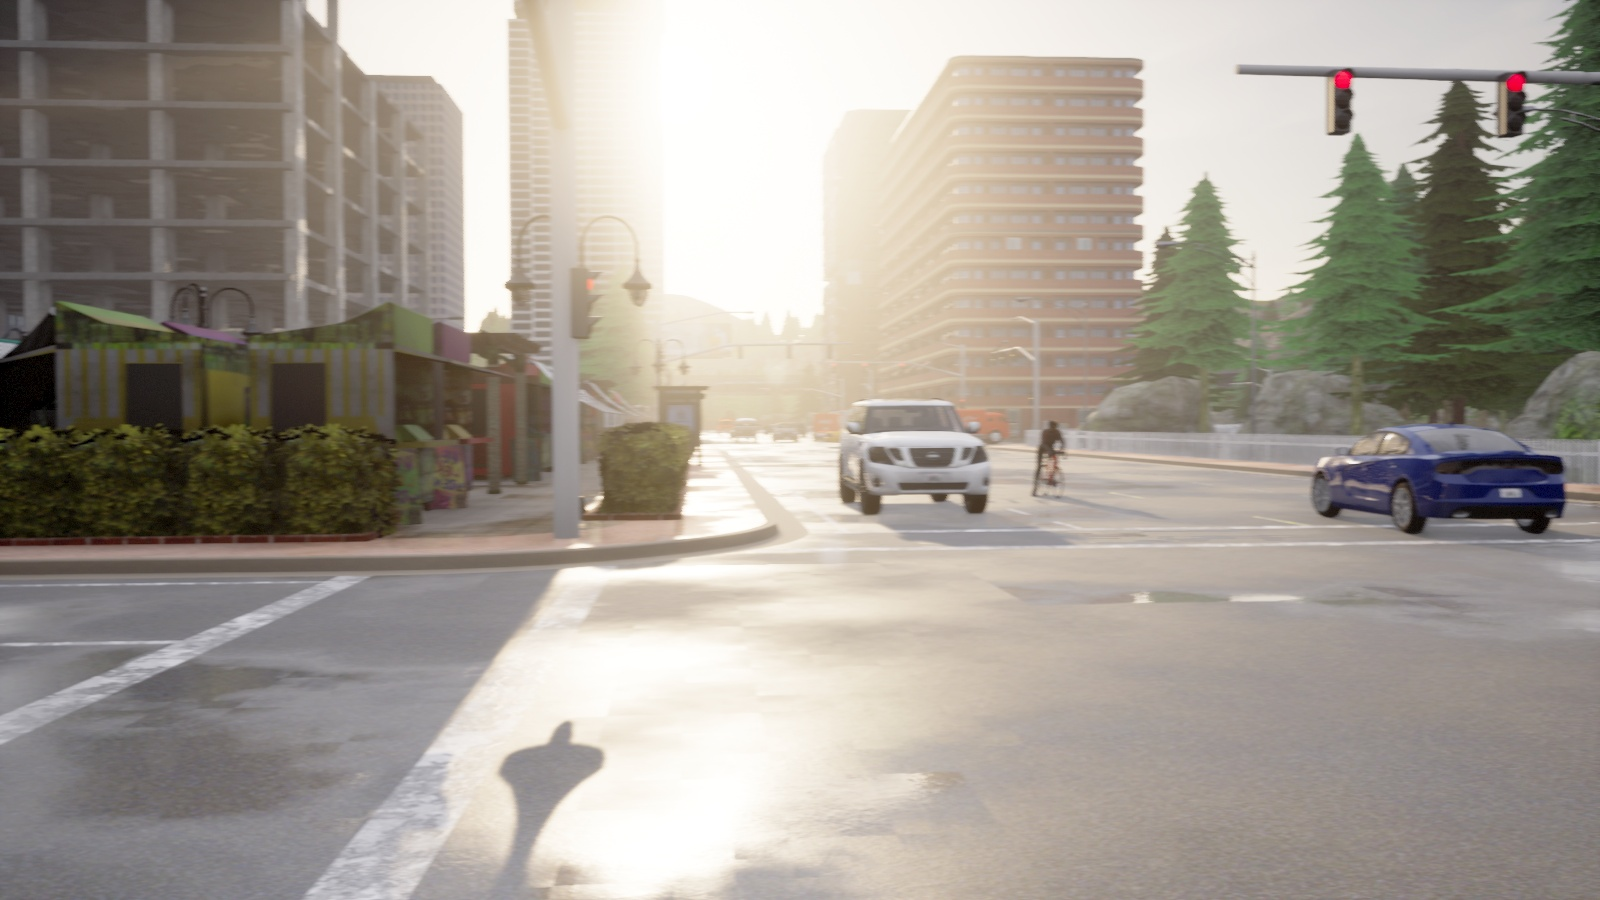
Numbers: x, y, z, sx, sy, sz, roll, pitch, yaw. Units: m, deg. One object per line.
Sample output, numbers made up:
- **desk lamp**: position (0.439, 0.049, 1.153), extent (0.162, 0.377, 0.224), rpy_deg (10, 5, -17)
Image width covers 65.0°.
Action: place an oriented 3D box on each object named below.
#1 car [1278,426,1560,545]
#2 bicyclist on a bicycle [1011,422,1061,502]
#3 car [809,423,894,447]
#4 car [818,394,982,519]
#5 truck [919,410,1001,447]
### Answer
- **car**: position (9.065, 0.419, 18.958), extent (1.882, 1.535, 5.008), rpy_deg (0, 1, 2)
- **bicyclist on a bicycle**: position (4.947, 0.231, 26.404), extent (0.582, 1.620, 1.656), rpy_deg (0, 1, -5)
- **car**: position (3.386, -0.977, 82.388), extent (5.366, 1.575, 1.801), rpy_deg (0, 1, -5)
- **car**: position (1.690, 0.052, 23.505), extent (2.150, 2.045, 5.566), rpy_deg (0, 1, -5)
- **truck**: position (11.008, -1.507, 86.639), extent (5.204, 2.467, 2.627), rpy_deg (0, 1, -6)
